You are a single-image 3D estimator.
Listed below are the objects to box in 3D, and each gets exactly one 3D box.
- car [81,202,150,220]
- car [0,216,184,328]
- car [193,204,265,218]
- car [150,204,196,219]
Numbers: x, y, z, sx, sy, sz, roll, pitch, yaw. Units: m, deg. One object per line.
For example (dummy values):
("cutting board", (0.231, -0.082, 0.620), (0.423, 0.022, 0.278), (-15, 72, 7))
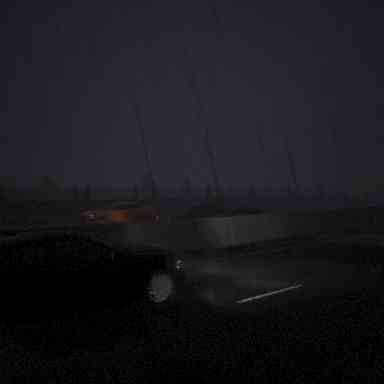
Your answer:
("car", (-4.796, 1.420, 22.061), (5.008, 1.535, 1.882), (0, 0, -35))
("car", (-2.469, 1.467, 6.264), (5.008, 1.535, 1.882), (0, 0, -36))
("car", (2.496, 1.481, 18.661), (4.181, 1.385, 1.994), (0, 0, -35))
("car", (0.336, 1.466, 21.420), (5.357, 1.411, 2.033), (0, 0, -35))
